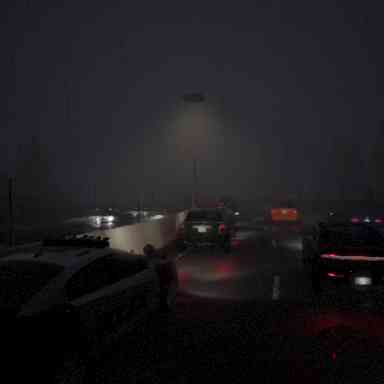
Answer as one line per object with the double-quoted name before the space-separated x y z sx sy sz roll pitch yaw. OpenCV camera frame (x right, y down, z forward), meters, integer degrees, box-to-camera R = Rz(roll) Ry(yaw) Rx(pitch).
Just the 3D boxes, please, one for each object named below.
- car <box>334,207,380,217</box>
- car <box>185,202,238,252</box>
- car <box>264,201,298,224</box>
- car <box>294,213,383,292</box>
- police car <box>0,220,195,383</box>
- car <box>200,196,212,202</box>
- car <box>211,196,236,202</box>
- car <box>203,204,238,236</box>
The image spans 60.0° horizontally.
"car" 10.034 1.652 20.916 2.033 1.411 5.357 -1 -1 8
"car" 0.820 1.494 14.829 2.097 1.767 4.553 -1 -1 12
"car" 7.126 1.548 27.026 2.097 1.767 4.553 -1 -1 5
"car" 3.995 1.542 8.853 2.128 1.511 4.902 -1 -1 15
"police car" -1.711 1.501 5.231 1.930 1.638 5.238 -1 -1 18
"car" 2.682 1.728 53.590 2.150 2.045 5.566 -1 -1 -11
"car" 4.040 1.581 40.464 2.150 2.045 5.566 -1 -1 -3
"car" 1.934 1.648 20.989 1.801 1.575 5.366 -1 -1 9
